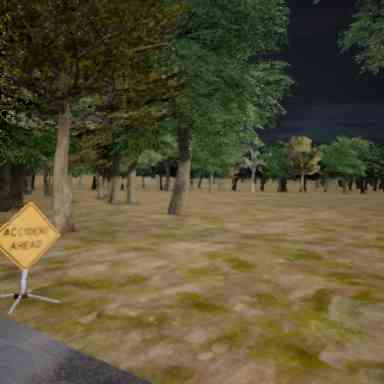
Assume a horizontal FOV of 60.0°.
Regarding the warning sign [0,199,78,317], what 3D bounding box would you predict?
[{"bbox_3d":[-3.096,1.103,6.205,1.060,1.860,1.300,4,-1,35],"label":"warning sign"}]
